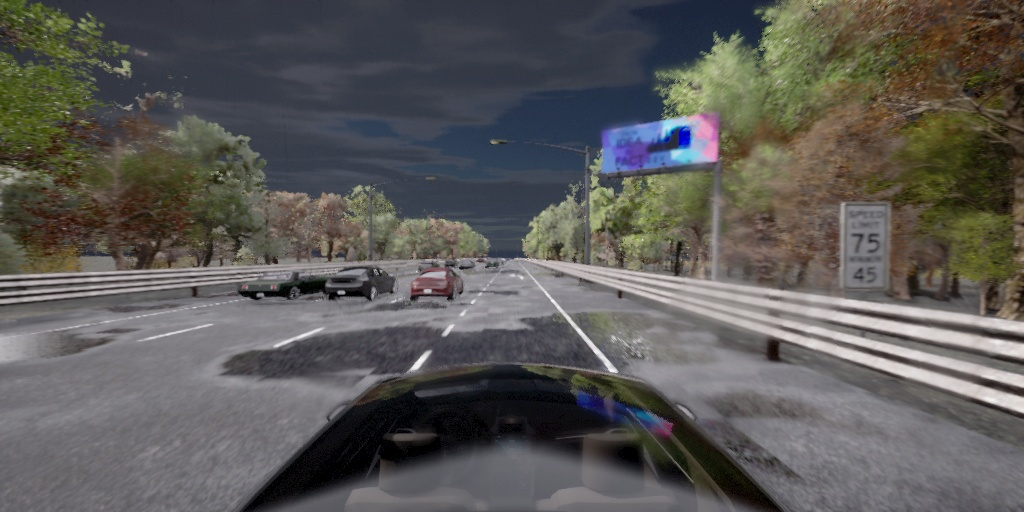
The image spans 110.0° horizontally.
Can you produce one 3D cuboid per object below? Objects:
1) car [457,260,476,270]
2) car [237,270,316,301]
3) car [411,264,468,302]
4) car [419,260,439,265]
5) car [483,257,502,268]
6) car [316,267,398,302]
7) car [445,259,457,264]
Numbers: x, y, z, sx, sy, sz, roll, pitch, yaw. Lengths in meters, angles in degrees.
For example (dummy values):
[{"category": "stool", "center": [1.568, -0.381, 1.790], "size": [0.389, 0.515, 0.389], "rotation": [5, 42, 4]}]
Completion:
[{"category": "car", "center": [-6.751, 1.335, 54.696], "size": [1.994, 1.385, 4.181], "rotation": [0, 0, 0]}, {"category": "car", "center": [-10.422, 1.338, 17.102], "size": [1.895, 1.301, 4.718], "rotation": [0, 0, 0]}, {"category": "car", "center": [-3.429, 1.272, 16.929], "size": [1.812, 1.442, 4.674], "rotation": [0, 0, 0]}, {"category": "car", "center": [-10.293, 1.241, 44.751], "size": [2.128, 1.511, 4.902], "rotation": [0, 0, 0]}, {"category": "car", "center": [-3.218, 1.140, 60.593], "size": [2.097, 1.767, 4.553], "rotation": [0, 0, 0]}, {"category": "car", "center": [-6.926, 1.248, 17.001], "size": [1.837, 1.490, 4.892], "rotation": [0, 0, 0]}, {"category": "car", "center": [-10.218, 1.286, 60.752], "size": [1.837, 1.490, 4.892], "rotation": [0, 0, 0]}]
